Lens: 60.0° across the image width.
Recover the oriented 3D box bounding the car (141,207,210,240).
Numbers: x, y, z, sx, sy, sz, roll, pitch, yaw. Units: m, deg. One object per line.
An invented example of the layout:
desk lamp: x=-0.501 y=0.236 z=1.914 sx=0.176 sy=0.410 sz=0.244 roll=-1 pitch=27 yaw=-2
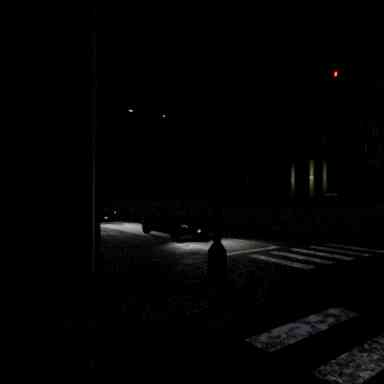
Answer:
car: x=-1.032 y=1.537 z=17.367 sx=1.812 sy=1.442 sz=4.674 roll=0 pitch=0 yaw=-36

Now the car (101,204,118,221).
car: x=-7.657 y=1.615 z=26.536 sx=1.895 sy=1.301 sz=4.718 roll=0 pitch=0 yaw=-36
